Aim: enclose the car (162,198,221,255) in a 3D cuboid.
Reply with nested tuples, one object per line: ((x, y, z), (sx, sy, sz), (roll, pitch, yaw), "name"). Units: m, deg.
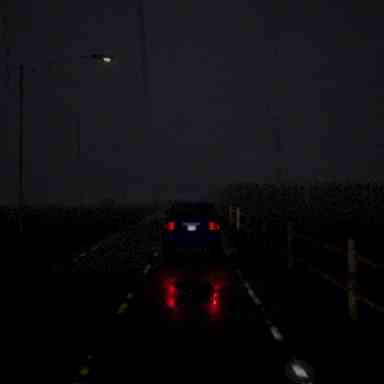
((-0.006, 1.348, 14.033), (2.150, 2.045, 5.566), (0, 0, 0), "car")

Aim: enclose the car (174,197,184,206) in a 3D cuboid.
((-2.784, 2.036, 71.777), (2.097, 1.767, 4.553), (0, -1, 0), "car")

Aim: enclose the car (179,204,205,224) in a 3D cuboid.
((-0.013, 1.821, 28.988), (2.033, 1.411, 5.357), (0, -1, 0), "car")
